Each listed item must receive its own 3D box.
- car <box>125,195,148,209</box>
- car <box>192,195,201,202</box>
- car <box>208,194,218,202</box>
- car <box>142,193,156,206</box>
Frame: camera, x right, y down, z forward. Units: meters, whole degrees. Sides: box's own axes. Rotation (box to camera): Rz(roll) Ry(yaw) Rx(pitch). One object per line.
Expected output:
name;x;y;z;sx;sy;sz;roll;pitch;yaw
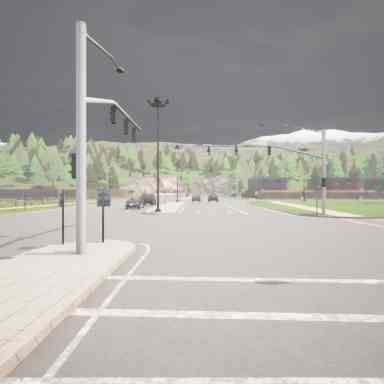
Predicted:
car;-7.573;1.491;44.319;2.128;1.511;4.902;0;0;1
car;0.878;1.358;69.786;2.128;1.511;4.902;0;0;1
car;4.377;1.188;69.710;2.097;1.767;4.553;0;0;1
car;-7.398;1.223;55.277;2.150;2.045;5.566;0;0;1
